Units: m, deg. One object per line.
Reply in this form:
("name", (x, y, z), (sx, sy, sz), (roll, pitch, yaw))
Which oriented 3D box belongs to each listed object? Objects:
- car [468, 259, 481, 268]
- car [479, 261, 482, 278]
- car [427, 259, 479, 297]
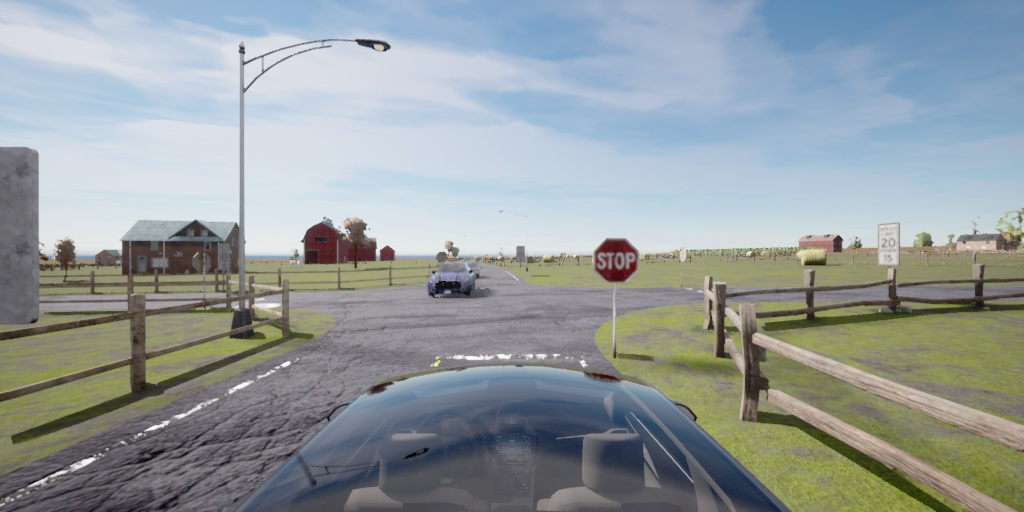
("car", (-6.578, 1.253, 61.902), (2.128, 1.511, 4.902), (0, 0, -7))
("car", (-3.877, 1.304, 33.229), (1.837, 1.490, 4.892), (0, 0, -4))
("car", (-3.125, 1.113, 19.211), (2.097, 1.767, 4.553), (-1, 0, -2))
